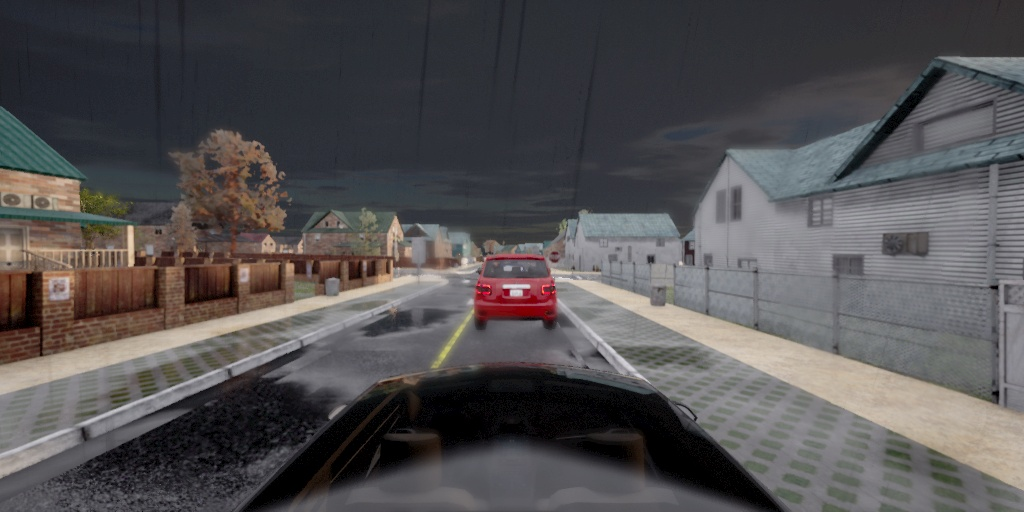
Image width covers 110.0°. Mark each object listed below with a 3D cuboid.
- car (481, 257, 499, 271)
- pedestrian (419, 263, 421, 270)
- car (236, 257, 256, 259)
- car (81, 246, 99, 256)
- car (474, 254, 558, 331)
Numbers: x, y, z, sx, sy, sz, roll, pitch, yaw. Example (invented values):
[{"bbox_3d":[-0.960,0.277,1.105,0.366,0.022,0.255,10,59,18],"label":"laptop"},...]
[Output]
[{"bbox_3d":[-2.949,1.061,48.614,2.097,1.767,4.553,0,0,0],"label":"car"},{"bbox_3d":[-9.765,0.585,37.990,0.375,1.860,0.375,0,0,1],"label":"pedestrian"},{"bbox_3d":[-23.965,0.840,32.332,5.357,1.411,2.033,1,1,1],"label":"car"},{"bbox_3d":[-44.229,0.048,35.489,5.566,2.045,2.150,1,1,2],"label":"car"},{"bbox_3d":[0.080,0.961,11.118,2.150,2.045,5.566,0,0,-1],"label":"car"}]
